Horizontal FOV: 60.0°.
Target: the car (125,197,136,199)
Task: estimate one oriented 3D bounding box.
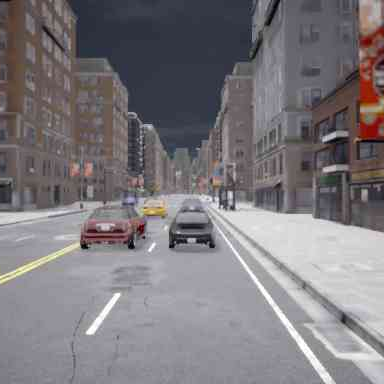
[{"bbox_3d":[-9.751,1.543,52.654,1.882,1.535,5.008,0,0,0],"label":"car"}]

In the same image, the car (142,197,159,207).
[{"bbox_3d":[-6.501,1.547,52.655,2.128,1.511,4.902,0,0,0],"label":"car"}]

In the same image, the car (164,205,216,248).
[{"bbox_3d":[0.000,1.521,14.651,1.837,1.490,4.892,0,0,0],"label":"car"}]

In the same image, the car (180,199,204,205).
[{"bbox_3d":[0.000,1.379,29.623,2.097,1.767,4.553,0,0,0],"label":"car"}]

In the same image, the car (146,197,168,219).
[{"bbox_3d":[-3.250,1.497,29.653,1.882,1.535,5.008,0,0,0],"label":"car"}]

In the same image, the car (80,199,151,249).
[{"bbox_3d":[-3.251,1.370,14.621,2.097,1.767,4.553,0,0,0],"label":"car"}]
